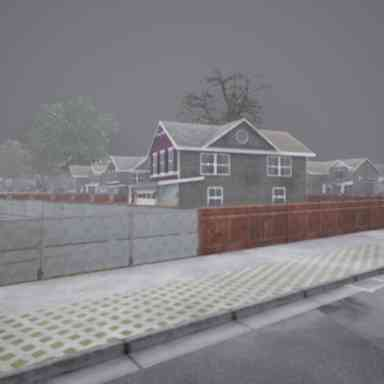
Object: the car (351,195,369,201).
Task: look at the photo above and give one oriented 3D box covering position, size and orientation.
[{"bbox_3d":[19.121,1.142,36.019,1.837,1.490,4.892,0,0,-24],"label":"car"}]
